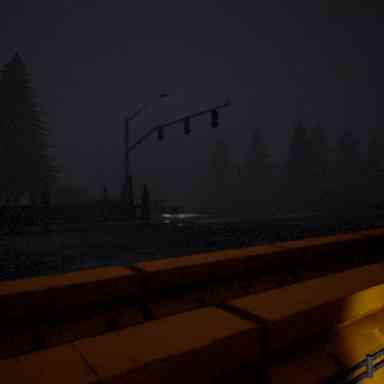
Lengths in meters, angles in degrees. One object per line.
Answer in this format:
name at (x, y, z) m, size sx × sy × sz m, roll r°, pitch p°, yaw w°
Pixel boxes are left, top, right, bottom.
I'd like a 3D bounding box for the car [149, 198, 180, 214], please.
car at (-3.134, 1.435, 35.428) m, size 1.882 × 1.535 × 5.008 m, roll 0°, pitch 0°, yaw -36°
